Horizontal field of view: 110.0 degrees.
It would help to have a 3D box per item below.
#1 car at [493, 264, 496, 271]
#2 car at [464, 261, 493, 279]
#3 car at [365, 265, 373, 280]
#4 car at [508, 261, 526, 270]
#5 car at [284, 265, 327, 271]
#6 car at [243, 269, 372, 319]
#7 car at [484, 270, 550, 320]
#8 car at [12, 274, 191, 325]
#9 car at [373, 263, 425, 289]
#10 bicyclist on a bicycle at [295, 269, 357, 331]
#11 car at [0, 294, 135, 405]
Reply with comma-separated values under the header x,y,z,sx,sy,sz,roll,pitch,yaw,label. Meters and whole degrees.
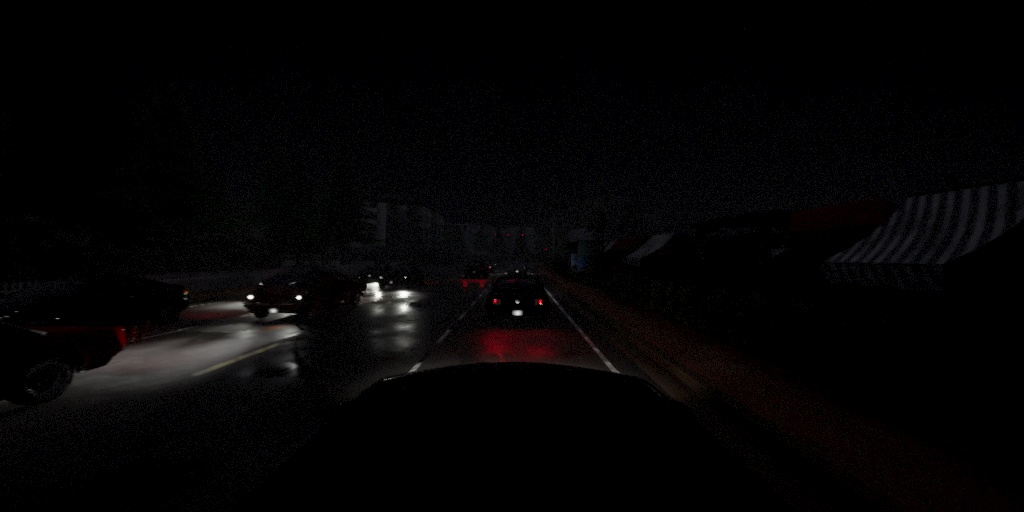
x,y,z,sx,sy,sz,roll,pitch,yaw,label
-3.006,1.251,42.048,2.033,1.411,5.357,0,0,1,car
-3.082,1.187,32.234,1.882,1.535,5.008,0,0,1,car
-10.261,1.233,27.898,1.994,1.385,4.181,0,0,1,car
0.527,1.254,36.756,1.812,1.442,4.674,0,0,1,car
-10.403,1.200,17.905,1.812,1.442,4.674,0,0,1,car
-6.980,1.300,12.725,1.895,1.301,4.718,0,0,1,car
0.202,1.345,12.507,1.895,1.301,4.718,0,0,1,car
-10.518,1.206,8.808,1.812,1.442,4.674,0,0,0,car
-6.840,1.219,22.708,1.812,1.442,4.674,0,0,1,car
-4.982,1.166,9.728,0.582,1.620,1.656,0,0,39,bicyclist on a bicycle
-7.099,1.306,3.432,1.895,1.301,4.718,0,0,1,car
